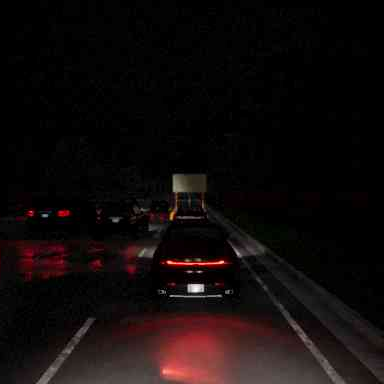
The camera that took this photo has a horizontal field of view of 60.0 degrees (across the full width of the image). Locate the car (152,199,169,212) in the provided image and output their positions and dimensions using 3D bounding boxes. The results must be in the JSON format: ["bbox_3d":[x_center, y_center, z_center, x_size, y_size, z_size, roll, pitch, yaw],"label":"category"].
[{"bbox_3d":[-3.680,1.490,38.202,2.128,1.511,4.902,0,0,0],"label":"car"}]

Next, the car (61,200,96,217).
[{"bbox_3d":[-10.626,1.526,31.498,1.812,1.442,4.674,0,0,0],"label":"car"}]

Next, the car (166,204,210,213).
[{"bbox_3d":[-0.052,1.488,18.871,2.128,1.511,4.902,0,0,1],"label":"car"}]

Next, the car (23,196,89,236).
[{"bbox_3d":[-7.021,1.220,18.558,2.150,2.045,5.566,0,0,0],"label":"car"}]

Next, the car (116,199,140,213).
[{"bbox_3d":[-7.179,1.525,37.645,1.812,1.442,4.674,0,0,-1],"label":"car"}]

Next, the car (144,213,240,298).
[{"bbox_3d":[0.053,1.505,8.482,1.837,1.490,4.892,0,0,0],"label":"car"}]

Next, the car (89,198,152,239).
[{"bbox_3d":[-3.512,1.352,17.321,2.097,1.767,4.553,0,0,-1],"label":"car"}]

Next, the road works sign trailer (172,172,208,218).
[{"bbox_3d":[-0.170,0.464,22.741,2.380,3.560,2.880,0,0,-3],"label":"road works sign trailer"}]

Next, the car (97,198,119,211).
[{"bbox_3d":[-10.714,1.526,42.729,1.812,1.442,4.674,0,0,-1],"label":"car"}]
